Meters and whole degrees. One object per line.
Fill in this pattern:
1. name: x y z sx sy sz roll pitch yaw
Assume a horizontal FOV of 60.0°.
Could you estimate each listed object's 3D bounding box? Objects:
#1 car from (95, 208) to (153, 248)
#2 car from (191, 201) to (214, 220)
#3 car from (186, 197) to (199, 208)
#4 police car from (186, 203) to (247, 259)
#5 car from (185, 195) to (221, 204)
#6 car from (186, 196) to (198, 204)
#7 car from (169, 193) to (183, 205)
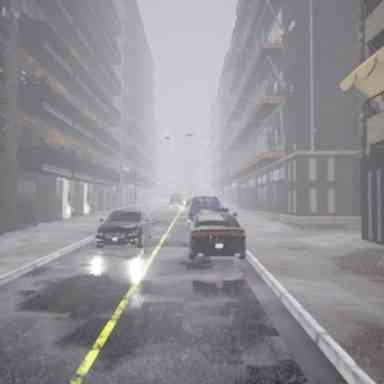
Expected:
1. car: -2.845 1.497 14.719 1.837 1.490 4.892 0 0 0
2. car: 0.831 1.512 28.533 1.812 1.442 4.674 0 0 0
3. car: 0.014 1.480 49.631 1.837 1.490 4.892 0 0 0
4. police car: 0.827 1.419 12.635 1.930 1.638 5.238 0 0 0
5. car: 0.829 1.214 22.562 2.150 2.045 5.566 0 0 0
6. car: 0.011 1.464 64.166 2.128 1.511 4.902 0 0 0
7. car: -2.792 1.192 58.522 2.150 2.045 5.566 0 0 1
